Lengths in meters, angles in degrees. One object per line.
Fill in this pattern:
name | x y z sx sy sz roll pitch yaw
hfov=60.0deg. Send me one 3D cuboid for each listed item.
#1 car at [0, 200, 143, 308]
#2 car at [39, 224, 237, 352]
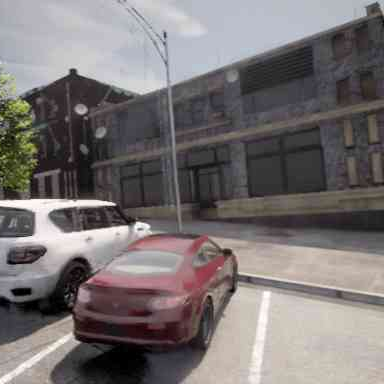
car | -2.774 1.191 7.935 2.435 2.045 5.566 0 0 16
car | -0.310 1.482 6.165 2.002 1.452 4.674 0 0 15
